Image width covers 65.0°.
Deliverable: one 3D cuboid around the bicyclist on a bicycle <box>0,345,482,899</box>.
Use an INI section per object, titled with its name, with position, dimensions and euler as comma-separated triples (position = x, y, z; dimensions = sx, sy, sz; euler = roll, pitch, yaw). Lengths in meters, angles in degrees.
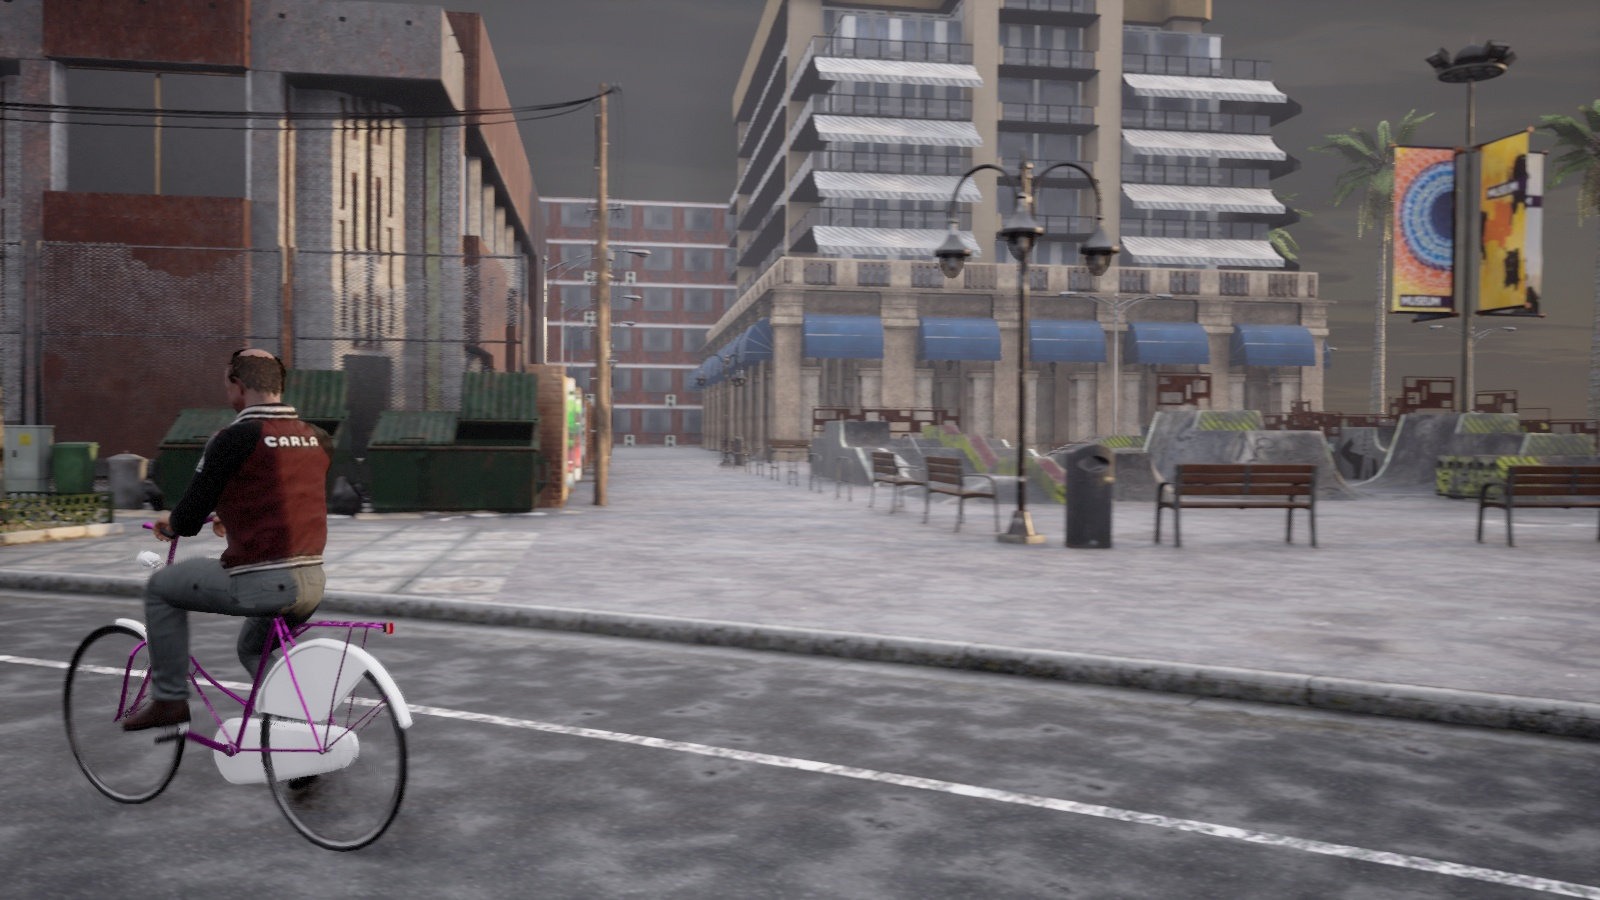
[bicyclist on a bicycle]
position = -2.117, 0.555, 4.610
dimensions = 1.843, 1.776, 0.659
euler = 0, 1, 27
